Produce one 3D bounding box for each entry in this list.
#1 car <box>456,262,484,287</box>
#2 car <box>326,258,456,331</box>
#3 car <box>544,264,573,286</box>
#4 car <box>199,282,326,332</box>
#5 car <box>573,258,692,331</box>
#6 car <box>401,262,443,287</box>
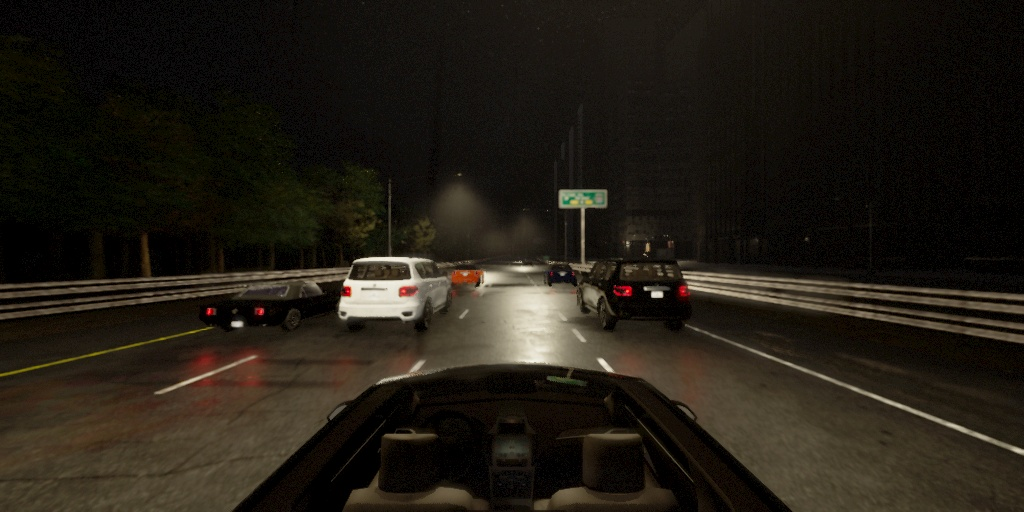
[{"bbox_3d":[-3.352,1.365,27.872,2.097,1.767,4.553,0,-1,0],"label":"car"},{"bbox_3d":[-3.397,1.076,11.531,2.150,2.045,5.566,0,-1,0],"label":"car"},{"bbox_3d":[3.649,1.365,27.884,2.097,1.767,4.553,0,-1,0],"label":"car"},{"bbox_3d":[-6.897,1.453,11.239,1.895,1.301,4.718,0,-1,0],"label":"car"},{"bbox_3d":[3.604,1.077,11.573,2.150,2.045,5.566,0,-1,0],"label":"car"},{"bbox_3d":[-6.852,1.365,27.891,2.097,1.767,4.553,0,-1,0],"label":"car"}]
